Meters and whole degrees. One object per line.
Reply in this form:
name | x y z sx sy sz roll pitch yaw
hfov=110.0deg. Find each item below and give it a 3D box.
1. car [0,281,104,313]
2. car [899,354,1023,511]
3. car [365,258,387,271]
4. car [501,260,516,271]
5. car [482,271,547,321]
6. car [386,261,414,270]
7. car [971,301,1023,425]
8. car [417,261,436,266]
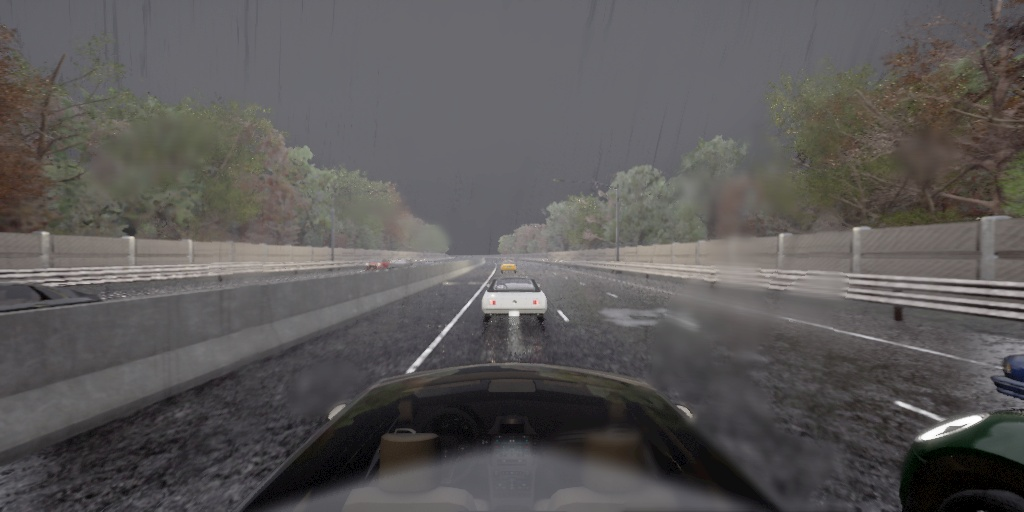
car | -10.618 1.258 6.522 1.837 1.490 4.892 0 0 0
car | 3.591 1.099 0.421 2.097 1.767 4.553 0 0 0
car | -18.244 1.116 48.900 2.097 1.767 4.553 0 0 -1
car | -0.457 1.223 44.662 1.801 1.575 5.366 0 0 -1
car | 0.053 1.355 12.421 1.895 1.301 4.718 0 0 0
car | -14.730 1.312 48.436 2.033 1.411 5.357 0 0 -1
car | 7.095 1.296 2.069 2.033 1.411 5.357 0 0 0
car | -11.219 1.366 47.808 1.895 1.301 4.718 0 0 -1
